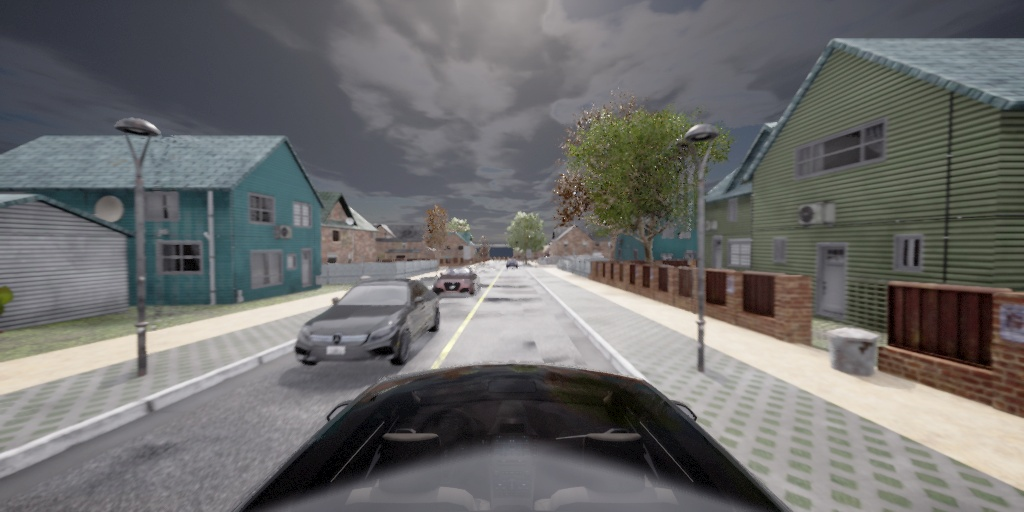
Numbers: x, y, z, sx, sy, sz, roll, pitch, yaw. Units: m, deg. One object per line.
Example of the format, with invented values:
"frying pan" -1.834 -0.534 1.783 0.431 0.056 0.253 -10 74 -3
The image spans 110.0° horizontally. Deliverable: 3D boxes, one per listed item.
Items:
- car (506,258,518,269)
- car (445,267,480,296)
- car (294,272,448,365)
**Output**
"car" 0.013 1.281 56.482 1.895 1.301 4.718 0 0 0
"car" -2.806 1.275 18.901 1.994 1.385 4.181 0 0 0
"car" -2.841 1.259 8.119 1.812 1.442 4.674 0 0 0
